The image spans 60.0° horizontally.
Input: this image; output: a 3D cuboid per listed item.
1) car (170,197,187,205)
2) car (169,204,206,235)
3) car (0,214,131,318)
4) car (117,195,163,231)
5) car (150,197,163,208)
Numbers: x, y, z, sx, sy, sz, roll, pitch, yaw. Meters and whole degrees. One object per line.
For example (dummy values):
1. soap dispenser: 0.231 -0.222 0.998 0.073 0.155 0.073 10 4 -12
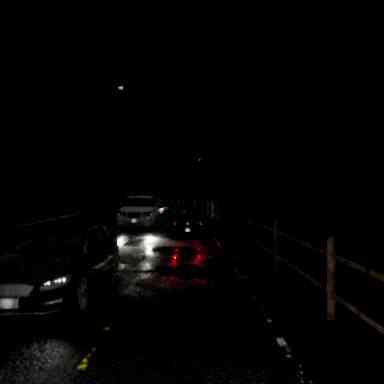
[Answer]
1. car: -1.845 1.400 43.622 2.097 1.767 4.553 0 0 -5
2. car: -0.306 1.605 18.850 1.895 1.301 4.718 0 0 -2
3. car: -2.951 1.495 7.690 2.128 1.511 4.902 0 0 -1
4. car: -3.285 1.228 21.113 2.150 2.045 5.566 0 0 -2
5. car: -5.488 1.545 51.343 1.882 1.535 5.008 0 0 -5
